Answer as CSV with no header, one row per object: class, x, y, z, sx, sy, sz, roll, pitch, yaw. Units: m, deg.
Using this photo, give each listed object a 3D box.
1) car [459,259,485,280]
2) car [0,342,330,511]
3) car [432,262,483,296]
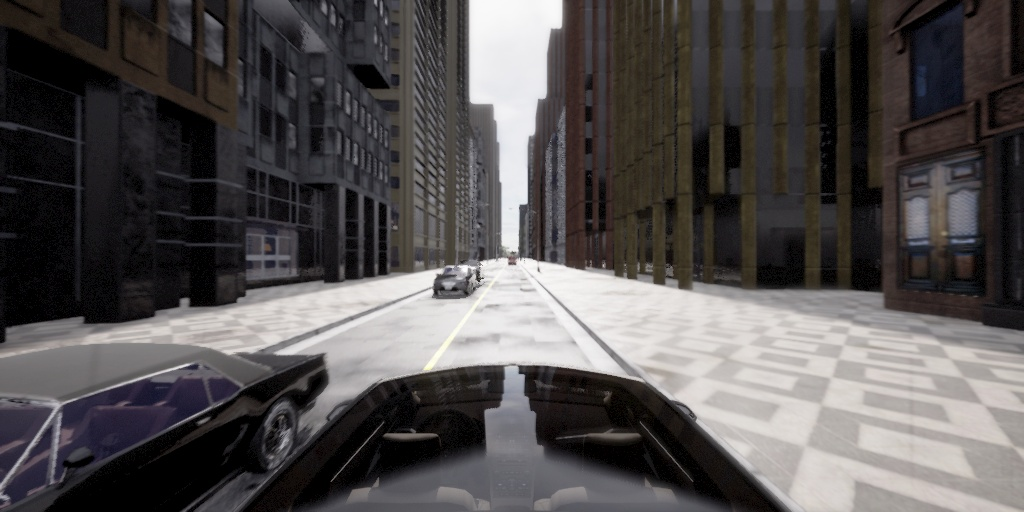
car,-2.990,0.949,25.453,1.837,1.490,4.892,0,0,0
car,-3.101,1.351,2.045,1.895,1.301,4.718,0,0,0
car,-3.049,1.277,19.771,2.128,1.511,4.902,0,0,0
